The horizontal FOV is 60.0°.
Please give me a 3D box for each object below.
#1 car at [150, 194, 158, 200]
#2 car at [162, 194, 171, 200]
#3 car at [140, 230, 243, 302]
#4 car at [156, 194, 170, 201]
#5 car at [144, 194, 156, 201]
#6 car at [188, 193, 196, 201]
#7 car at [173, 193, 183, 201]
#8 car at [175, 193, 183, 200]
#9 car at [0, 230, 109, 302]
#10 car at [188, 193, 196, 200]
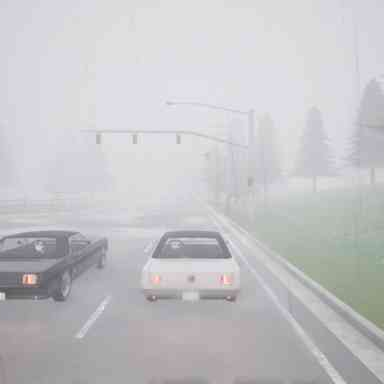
[{"bbox_3d":[-10.577,1.357,92.484,1.812,1.442,4.674,0,0,0],"label":"car"},{"bbox_3d":[-7.077,1.372,92.487,2.033,1.411,5.357,0,0,0],"label":"car"},{"bbox_3d":[0.006,1.601,8.236,1.895,1.301,4.718,0,0,0],"label":"car"},{"bbox_3d":[-7.069,1.517,82.067,2.128,1.511,4.902,0,0,0],"label":"car"},{"bbox_3d":[-10.569,1.588,82.511,1.895,1.301,4.718,0,0,0],"label":"car"},{"bbox_3d":[-0.069,1.517,82.073,2.128,1.511,4.902,0,0,0],"label":"car"},{"bbox_3d":[-3.569,1.348,82.456,2.097,1.767,4.553,0,0,0],"label":"car"},{"bbox_3d":[-3.577,1.187,92.460,2.097,1.767,4.553,0,0,0],"label":"car"},{"bbox_3d":[-3.494,1.601,8.233,1.895,1.301,4.718,0,0,0],"label":"car"},{"bbox_3d":[-0.077,1.187,92.463,2.097,1.767,4.553,0,0,0],"label":"car"}]
